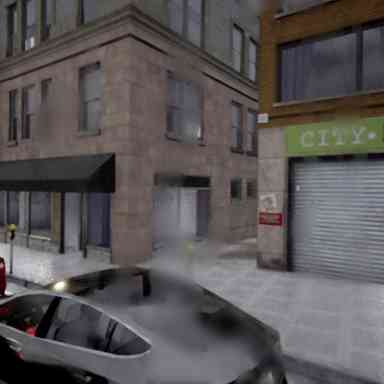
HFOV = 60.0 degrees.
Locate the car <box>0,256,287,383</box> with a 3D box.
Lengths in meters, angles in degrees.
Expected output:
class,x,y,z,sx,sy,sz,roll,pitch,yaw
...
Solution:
class,x,y,z,sx,sy,sz,roll,pitch,yaw
car,-1.133,1.563,3.753,4.313,1.339,1.947,0,1,35
